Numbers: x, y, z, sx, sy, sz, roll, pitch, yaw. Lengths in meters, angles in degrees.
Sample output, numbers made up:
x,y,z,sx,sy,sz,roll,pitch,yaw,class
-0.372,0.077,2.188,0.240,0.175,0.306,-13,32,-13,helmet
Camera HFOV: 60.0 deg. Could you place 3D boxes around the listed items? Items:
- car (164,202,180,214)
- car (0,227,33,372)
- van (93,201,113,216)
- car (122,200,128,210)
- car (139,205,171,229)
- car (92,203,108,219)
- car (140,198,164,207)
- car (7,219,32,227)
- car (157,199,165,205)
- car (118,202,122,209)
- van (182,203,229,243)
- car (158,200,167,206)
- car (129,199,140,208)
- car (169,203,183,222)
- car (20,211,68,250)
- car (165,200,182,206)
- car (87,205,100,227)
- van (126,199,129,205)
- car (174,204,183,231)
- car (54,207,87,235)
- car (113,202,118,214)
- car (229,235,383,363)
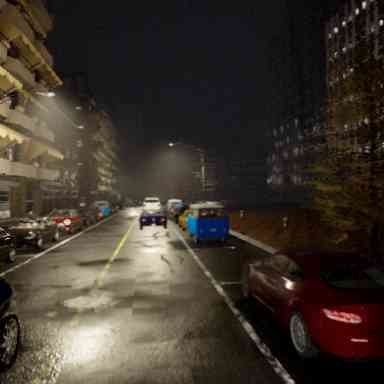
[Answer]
x,y,z,sx,sy,sz,roll,pitch,yaw,class
-2.752,2.064,44.385,1.752,1.417,4.829,-1,-1,-7,car
-3.231,1.444,2.671,2.097,1.767,4.553,-1,-1,-7,car
-10.358,1.953,37.688,1.690,1.788,3.998,-1,-1,-7,van
-13.112,2.484,59.616,1.947,1.339,4.313,-1,-1,-7,car
-2.811,1.914,24.100,1.895,1.301,4.718,-1,-1,-7,car
-9.662,2.081,32.203,1.887,1.381,4.507,-1,-1,-7,car
-5.043,1.777,41.826,2.150,2.045,5.566,-1,-1,-7,car
-6.900,1.794,10.272,2.008,1.369,4.403,-1,-1,-7,car
-8.251,2.708,88.078,1.887,1.381,4.507,-2,-1,-7,car
-11.732,2.346,48.650,1.802,1.307,4.206,-1,-1,-7,car
0.717,1.506,16.805,1.690,1.788,3.998,-1,-1,-7,van
-6.871,2.547,77.114,1.887,1.381,4.507,-2,-1,-7,car
-11.730,2.522,70.213,1.837,1.490,4.892,-1,-1,-7,car
-0.658,1.877,27.768,1.947,1.339,4.313,-1,-1,-7,car
-7.591,1.866,15.755,2.008,1.369,4.403,-1,-1,-7,car
-1.352,1.826,33.252,1.967,1.590,4.097,-1,-1,-7,car
-8.971,2.028,26.720,1.947,1.339,4.313,-1,-1,-7,car
-16.569,2.656,87.033,1.690,1.788,3.998,-1,-1,-7,van
0.010,1.765,22.454,1.752,1.417,4.829,-1,-1,-7,car
-8.284,1.828,21.237,1.967,1.590,4.097,-1,-1,-7,car
-11.042,2.270,43.168,1.802,1.307,4.206,-1,-1,-7,car
2.103,1.603,5.836,1.802,1.307,4.206,-1,-1,-7,car
